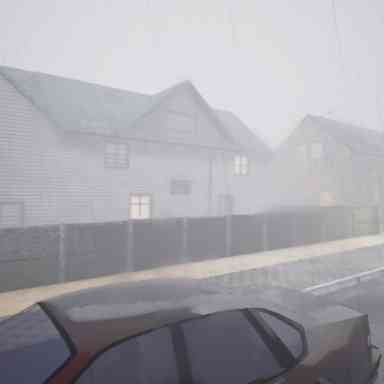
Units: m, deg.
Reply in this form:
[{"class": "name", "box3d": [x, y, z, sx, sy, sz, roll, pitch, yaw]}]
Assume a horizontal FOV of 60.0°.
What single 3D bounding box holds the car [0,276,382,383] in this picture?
[{"class": "car", "box3d": [-0.571, 1.545, 2.655, 5.357, 1.411, 2.033, 0, 0, -35]}]
